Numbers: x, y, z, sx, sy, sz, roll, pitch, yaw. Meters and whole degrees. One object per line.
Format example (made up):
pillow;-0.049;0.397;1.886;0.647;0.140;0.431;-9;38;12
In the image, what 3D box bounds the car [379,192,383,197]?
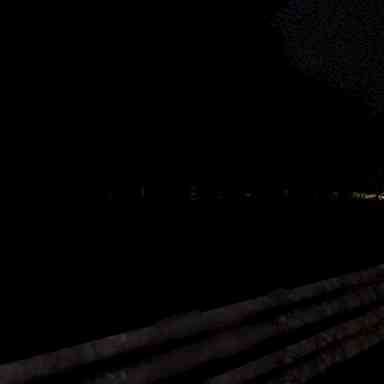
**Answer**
car;41.079;0.754;70.538;2.128;1.511;4.902;0;1;16
